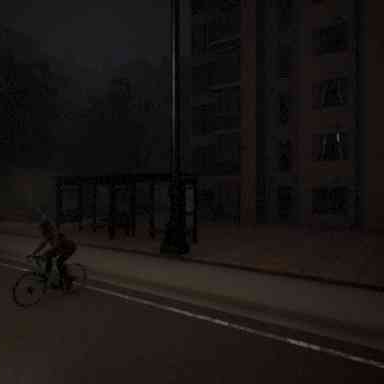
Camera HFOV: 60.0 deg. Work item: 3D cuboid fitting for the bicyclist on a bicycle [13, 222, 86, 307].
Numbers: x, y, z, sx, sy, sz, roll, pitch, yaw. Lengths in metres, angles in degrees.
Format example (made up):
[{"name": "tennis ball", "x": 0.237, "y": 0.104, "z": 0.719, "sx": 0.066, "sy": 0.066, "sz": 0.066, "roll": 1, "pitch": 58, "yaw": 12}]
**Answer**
[{"name": "bicyclist on a bicycle", "x": -2.890, "y": 1.437, "z": 6.904, "sx": 0.582, "sy": 1.620, "sz": 1.656, "roll": 0, "pitch": 1, "yaw": 36}]
